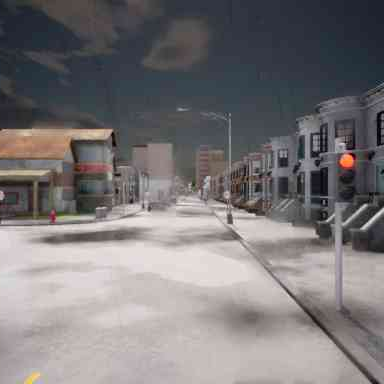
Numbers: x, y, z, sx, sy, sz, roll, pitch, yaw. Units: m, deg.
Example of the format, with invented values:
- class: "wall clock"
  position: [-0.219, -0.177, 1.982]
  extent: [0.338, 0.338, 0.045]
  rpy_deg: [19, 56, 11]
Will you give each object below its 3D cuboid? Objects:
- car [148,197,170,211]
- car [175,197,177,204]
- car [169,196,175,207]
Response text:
- class: "car"
  position: [-4.042, 1.564, 39.550]
  extent: [1.994, 1.385, 4.181]
  rpy_deg: [0, 0, 0]
- class: "car"
  position: [-3.908, 1.547, 64.955]
  extent: [2.033, 1.411, 5.357]
  rpy_deg: [0, 0, 0]
- class: "car"
  position: [-4.015, 1.503, 49.493]
  extent: [1.837, 1.490, 4.892]
  rpy_deg: [0, 0, 0]
